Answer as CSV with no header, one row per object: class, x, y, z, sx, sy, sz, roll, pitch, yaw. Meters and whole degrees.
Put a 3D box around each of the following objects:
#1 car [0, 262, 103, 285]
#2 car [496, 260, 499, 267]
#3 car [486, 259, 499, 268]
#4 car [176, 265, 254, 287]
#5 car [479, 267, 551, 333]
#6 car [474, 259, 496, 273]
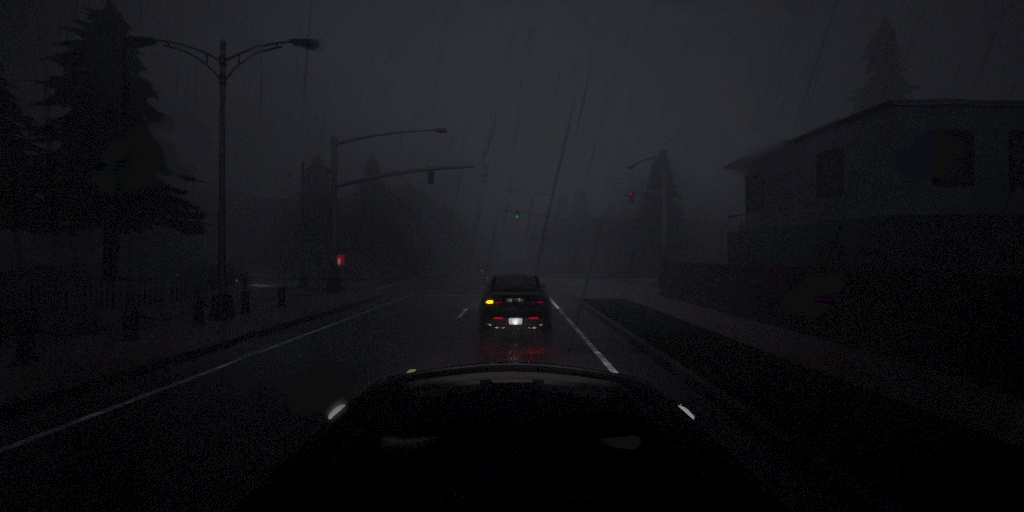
car,-30.434,1.315,23.719,5.357,1.411,2.033,0,0,-1
car,-3.476,1.247,54.569,2.128,1.511,4.902,0,0,0
car,-3.409,1.304,65.026,2.033,1.411,5.357,0,0,1
car,-19.864,1.332,23.999,4.181,1.385,1.994,0,0,-2
car,0.098,1.257,10.782,1.837,1.490,4.892,0,0,0
car,-3.507,1.302,44.387,2.033,1.411,5.357,0,0,0
